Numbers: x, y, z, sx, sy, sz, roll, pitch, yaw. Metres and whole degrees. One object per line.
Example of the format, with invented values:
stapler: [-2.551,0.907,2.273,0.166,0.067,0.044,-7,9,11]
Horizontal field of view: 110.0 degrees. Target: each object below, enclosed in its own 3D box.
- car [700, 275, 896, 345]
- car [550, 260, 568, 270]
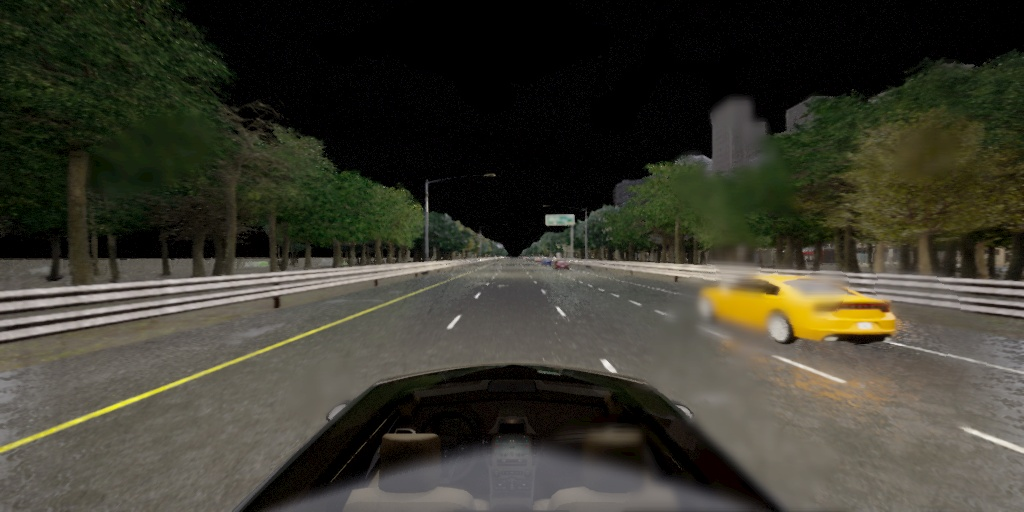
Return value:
car: [7.001,1.246,9.587,1.882,1.535,5.008,0,0,0]
car: [7.129,1.287,52.642,1.812,1.442,4.674,0,0,0]
